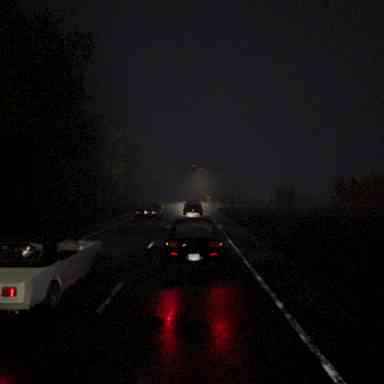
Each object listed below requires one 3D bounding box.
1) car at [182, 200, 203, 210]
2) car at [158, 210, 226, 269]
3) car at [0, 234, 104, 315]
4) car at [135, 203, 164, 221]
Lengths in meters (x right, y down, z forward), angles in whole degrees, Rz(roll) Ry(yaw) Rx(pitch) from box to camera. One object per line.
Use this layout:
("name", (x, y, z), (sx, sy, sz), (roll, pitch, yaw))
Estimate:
("car", (0.094, 1.546, 33.106), (1.812, 1.442, 4.674), (0, 0, 0))
("car", (0.070, 1.534, 11.017), (1.812, 1.442, 4.674), (0, 0, 0))
("car", (-3.453, 1.607, 7.520), (1.895, 1.301, 4.718), (0, 0, 0))
("car", (-3.409, 1.564, 27.070), (2.033, 1.411, 5.357), (0, 0, 0))
